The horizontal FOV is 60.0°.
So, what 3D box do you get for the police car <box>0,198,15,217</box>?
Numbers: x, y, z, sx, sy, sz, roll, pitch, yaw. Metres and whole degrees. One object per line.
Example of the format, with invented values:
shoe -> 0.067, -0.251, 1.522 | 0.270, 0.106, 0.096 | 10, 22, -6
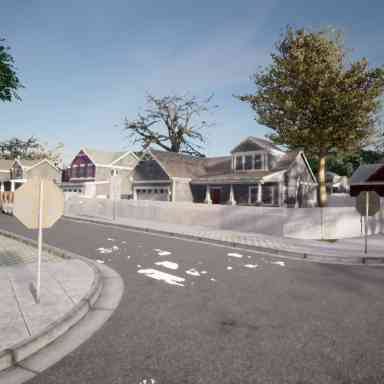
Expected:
police car -> -13.595, 1.121, 26.302 | 4.974, 1.542, 2.038 | 1, -1, 44
